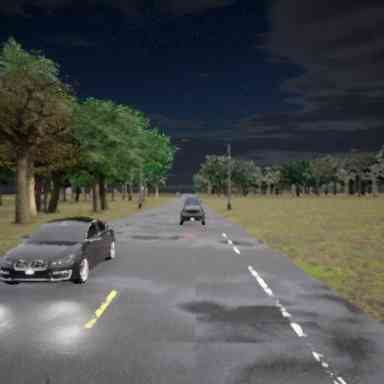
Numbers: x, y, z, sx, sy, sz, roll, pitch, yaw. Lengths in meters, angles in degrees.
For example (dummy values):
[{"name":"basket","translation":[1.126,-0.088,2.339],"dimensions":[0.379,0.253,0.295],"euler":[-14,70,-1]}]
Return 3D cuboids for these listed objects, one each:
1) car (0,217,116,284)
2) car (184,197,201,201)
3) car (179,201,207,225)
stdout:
[{"name":"car","translation":[-3.536,1.532,9.714],"dimensions":[1.837,1.490,4.892],"euler":[0,-1,1]},{"name":"car","translation":[0.081,1.685,44.123],"dimensions":[2.150,2.045,5.566],"euler":[0,-1,0]},{"name":"car","translation":[0.053,1.671,25.833],"dimensions":[1.837,1.490,4.892],"euler":[0,0,0]}]
